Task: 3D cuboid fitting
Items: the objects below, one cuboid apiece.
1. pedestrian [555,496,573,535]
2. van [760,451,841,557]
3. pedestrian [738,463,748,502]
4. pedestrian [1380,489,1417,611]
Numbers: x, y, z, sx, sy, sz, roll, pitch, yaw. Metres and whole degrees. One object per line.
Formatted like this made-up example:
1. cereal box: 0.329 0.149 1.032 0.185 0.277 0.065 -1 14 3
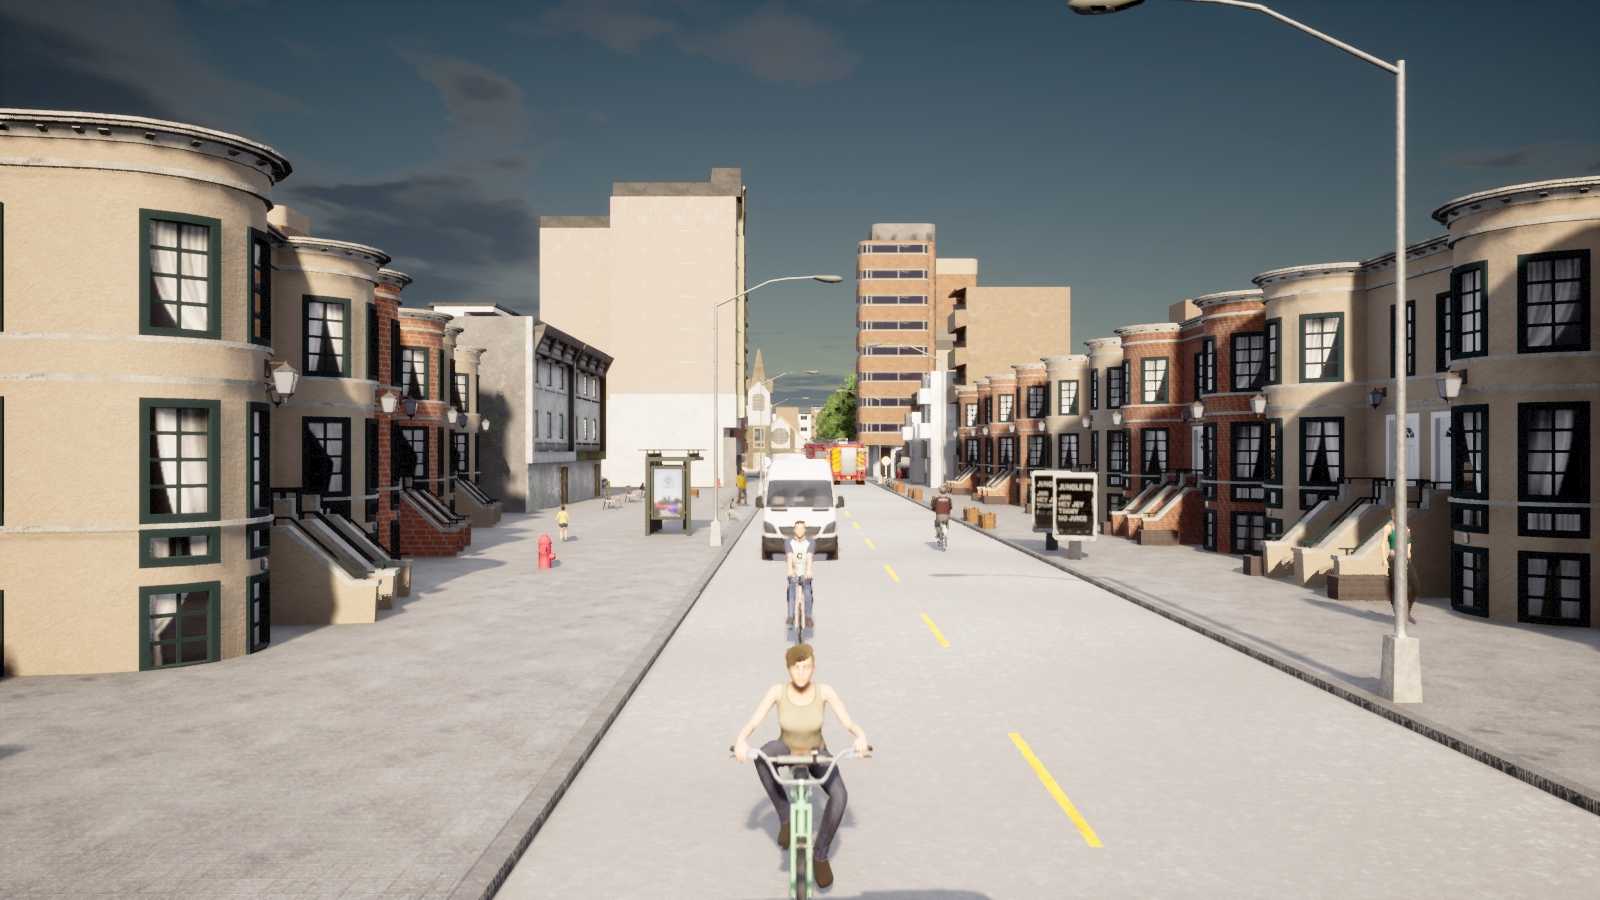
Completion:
1. pedestrian: -6.959 1.922 33.661 0.500 1.100 0.500 0 0 -10
2. van: 0.005 1.324 31.066 1.988 2.561 5.915 0 0 0
3. pedestrian: -2.718 1.544 54.271 0.375 1.860 0.375 0 0 -28
4. pedestrian: 9.220 1.531 17.605 0.375 1.860 0.375 0 0 -2
